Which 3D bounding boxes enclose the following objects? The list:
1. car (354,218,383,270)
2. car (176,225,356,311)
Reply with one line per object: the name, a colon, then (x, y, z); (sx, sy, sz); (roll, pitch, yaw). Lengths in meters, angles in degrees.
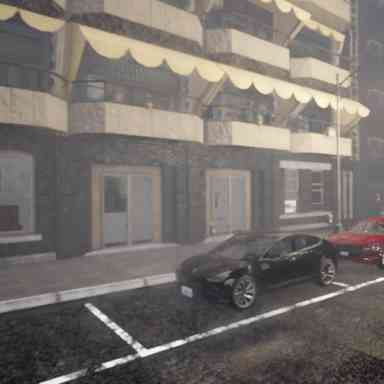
car: (6.299, 1.555, 11.067); (4.507, 1.381, 1.887); (0, -1, -36)
car: (1.678, 1.571, 7.769); (4.313, 1.339, 1.947); (0, -1, -36)
